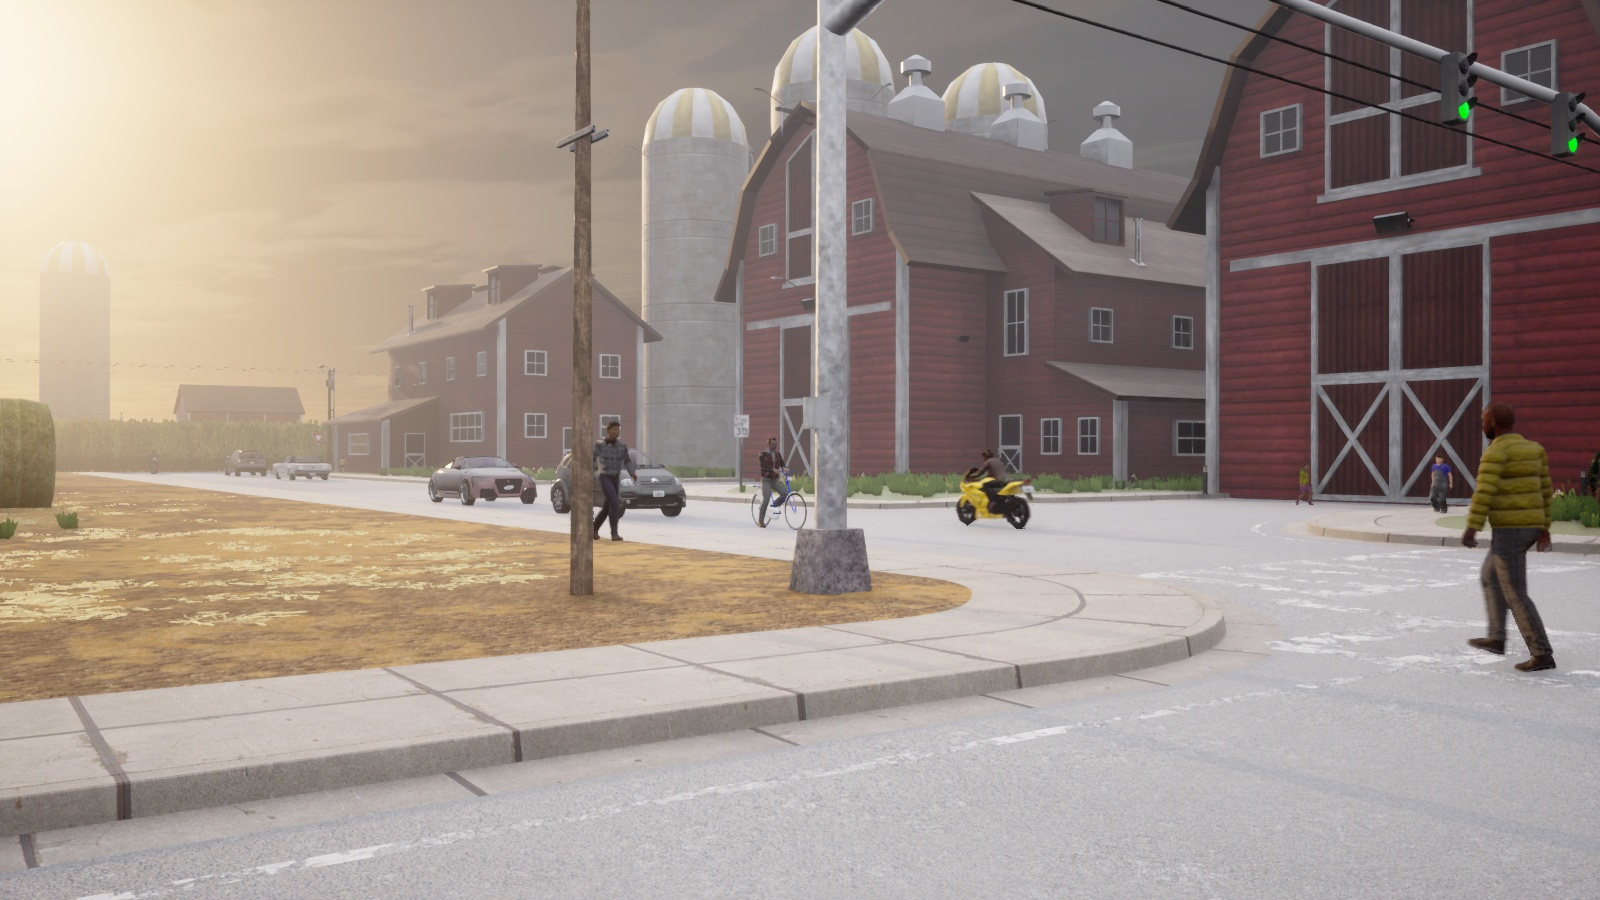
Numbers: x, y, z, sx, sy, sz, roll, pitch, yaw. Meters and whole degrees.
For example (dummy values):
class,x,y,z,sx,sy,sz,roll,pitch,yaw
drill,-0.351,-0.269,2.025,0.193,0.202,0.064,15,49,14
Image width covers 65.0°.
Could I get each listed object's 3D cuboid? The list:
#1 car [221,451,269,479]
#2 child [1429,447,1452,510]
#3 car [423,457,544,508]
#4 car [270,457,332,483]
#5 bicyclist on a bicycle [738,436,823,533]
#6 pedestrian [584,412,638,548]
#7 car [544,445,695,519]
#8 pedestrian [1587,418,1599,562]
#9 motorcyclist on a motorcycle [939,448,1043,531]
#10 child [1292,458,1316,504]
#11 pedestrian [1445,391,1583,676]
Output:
class,x,y,z,sx,sy,sz,roll,pitch,yaw
car,-33.526,0.873,75.786,1.851,1.617,3.988,0,0,-36
child,12.949,0.574,25.374,0.437,1.263,0.270,0,0,-41
car,-9.154,0.890,36.138,1.994,1.385,4.181,0,0,-36
car,-25.995,1.034,65.377,1.895,1.301,4.718,0,0,-36
bicyclist on a bicycle,-0.399,0.641,24.027,0.659,1.776,1.843,-1,0,-36
pedestrian,-2.793,0.431,18.526,0.423,1.949,0.788,0,0,-41
car,-4.279,0.697,29.392,1.851,1.617,3.988,0,0,-36
pedestrian,11.033,0.538,16.981,0.692,1.930,0.395,0,0,-32
motorcyclist on a motorcycle,3.677,0.735,24.366,0.797,1.523,2.044,0,0,-36
child,12.862,0.792,32.064,0.299,1.160,0.473,0,0,-41
pedestrian,4.817,0.541,8.497,0.370,1.835,0.726,0,0,-25
